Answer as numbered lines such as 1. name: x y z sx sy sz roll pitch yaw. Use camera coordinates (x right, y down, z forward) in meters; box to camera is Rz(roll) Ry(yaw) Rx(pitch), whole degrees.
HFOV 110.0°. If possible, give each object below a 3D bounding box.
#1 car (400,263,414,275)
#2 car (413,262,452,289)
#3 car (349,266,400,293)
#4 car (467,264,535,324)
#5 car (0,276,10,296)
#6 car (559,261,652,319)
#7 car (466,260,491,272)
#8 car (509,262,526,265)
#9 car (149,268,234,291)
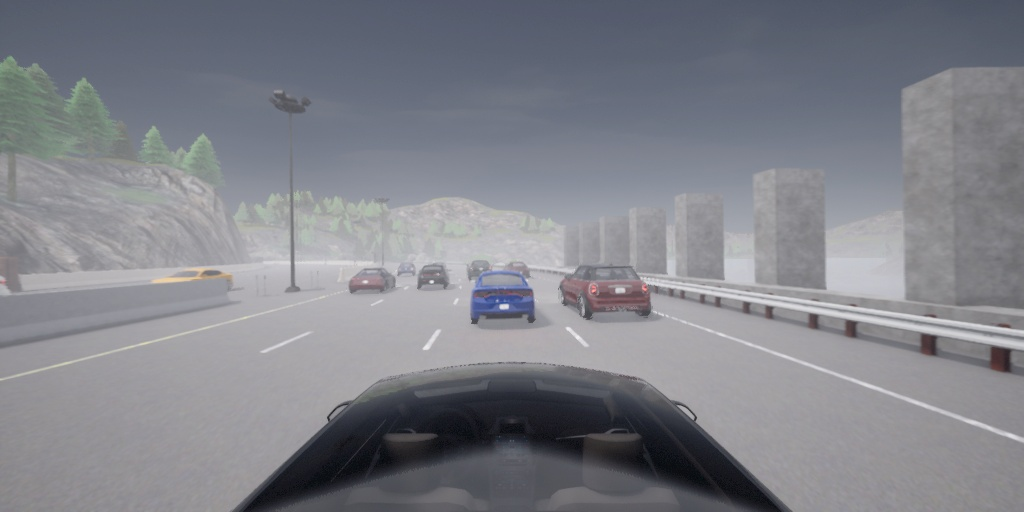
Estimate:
1. car: -11.715 1.445 40.048 2.033 1.411 5.357 -1 0 -13
2. car: -5.200 1.315 24.069 1.837 1.490 4.892 -1 0 -8
3. car: -8.464 1.427 22.052 1.994 1.385 4.181 -1 0 -7
4. car: -0.389 1.224 12.172 1.882 1.535 5.008 -1 0 -4
5. car: -21.647 1.299 12.344 2.150 2.045 5.566 -1 0 -5
6. car: 3.062 1.044 12.762 2.097 1.767 4.553 -1 0 -4
7. car: -2.927 1.120 31.876 2.097 1.767 4.553 -1 0 -10
8. car: 0.407 1.240 33.120 1.812 1.442 4.674 -1 0 -10
9. car: -19.178 1.508 21.693 1.882 1.535 5.008 -1 0 -8
